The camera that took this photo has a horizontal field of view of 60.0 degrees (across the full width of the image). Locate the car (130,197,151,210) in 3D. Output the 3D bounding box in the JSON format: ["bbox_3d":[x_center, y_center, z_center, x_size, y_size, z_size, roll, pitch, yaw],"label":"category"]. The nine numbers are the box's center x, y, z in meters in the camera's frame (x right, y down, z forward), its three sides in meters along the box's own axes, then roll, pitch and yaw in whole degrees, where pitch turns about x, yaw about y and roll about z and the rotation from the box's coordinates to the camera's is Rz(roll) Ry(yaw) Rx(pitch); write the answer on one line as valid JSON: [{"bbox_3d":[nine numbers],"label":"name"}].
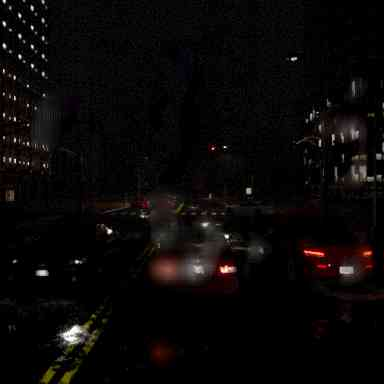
[{"bbox_3d":[-6.662,1.441,42.276,1.882,1.535,5.008,0,0,0],"label":"car"}]

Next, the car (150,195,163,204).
[{"bbox_3d":[-6.681,1.427,62.562,1.837,1.490,4.892,0,0,0],"label":"car"}]

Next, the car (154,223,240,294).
[{"bbox_3d":[0.087,1.544,8.904,2.033,1.411,5.357,0,0,0],"label":"car"}]

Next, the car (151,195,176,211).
[{"bbox_3d":[-3.407,1.319,40.655,2.097,1.767,4.553,0,0,0],"label":"car"}]

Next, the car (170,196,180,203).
[{"bbox_3d":[-3.441,1.471,69.201,1.994,1.385,4.181,0,0,-1],"label":"car"}]

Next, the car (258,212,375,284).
[{"bbox_3d":[3.336,1.522,9.489,1.812,1.442,4.674,0,0,0],"label":"car"}]

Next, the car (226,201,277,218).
[{"bbox_3d":[5.208,1.513,29.508,4.674,1.442,1.812,1,1,40],"label":"car"}]

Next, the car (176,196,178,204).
[{"bbox_3d":[-3.419,1.455,49.547,1.837,1.490,4.892,0,0,0],"label":"car"}]

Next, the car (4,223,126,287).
[{"bbox_3d":[-3.171,1.561,9.167,1.994,1.385,4.181,0,0,2],"label":"car"}]

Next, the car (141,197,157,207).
[{"bbox_3d":[-6.676,1.470,52.197,1.812,1.442,4.674,0,0,0],"label":"car"}]

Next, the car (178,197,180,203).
[{"bbox_3d":[-3.425,1.421,59.167,2.128,1.511,4.902,0,0,0],"label":"car"}]
